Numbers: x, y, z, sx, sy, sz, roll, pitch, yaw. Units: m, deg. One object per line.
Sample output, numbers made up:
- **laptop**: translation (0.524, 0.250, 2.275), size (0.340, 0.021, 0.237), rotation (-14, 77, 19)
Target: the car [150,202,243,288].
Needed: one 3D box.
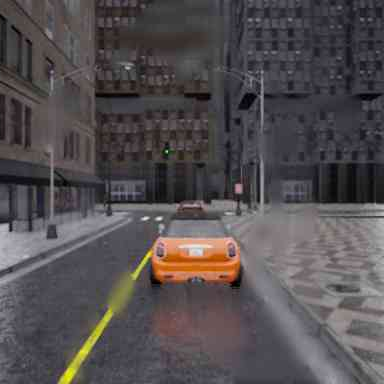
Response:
- **car**: translation (0.088, 1.323, 9.339), size (2.097, 1.767, 4.553), rotation (0, 0, 0)

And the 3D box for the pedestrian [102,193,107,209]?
- **pedestrian**: translation (-9.946, 1.037, 37.966), size (0.375, 1.860, 0.375), rotation (0, 0, 0)
